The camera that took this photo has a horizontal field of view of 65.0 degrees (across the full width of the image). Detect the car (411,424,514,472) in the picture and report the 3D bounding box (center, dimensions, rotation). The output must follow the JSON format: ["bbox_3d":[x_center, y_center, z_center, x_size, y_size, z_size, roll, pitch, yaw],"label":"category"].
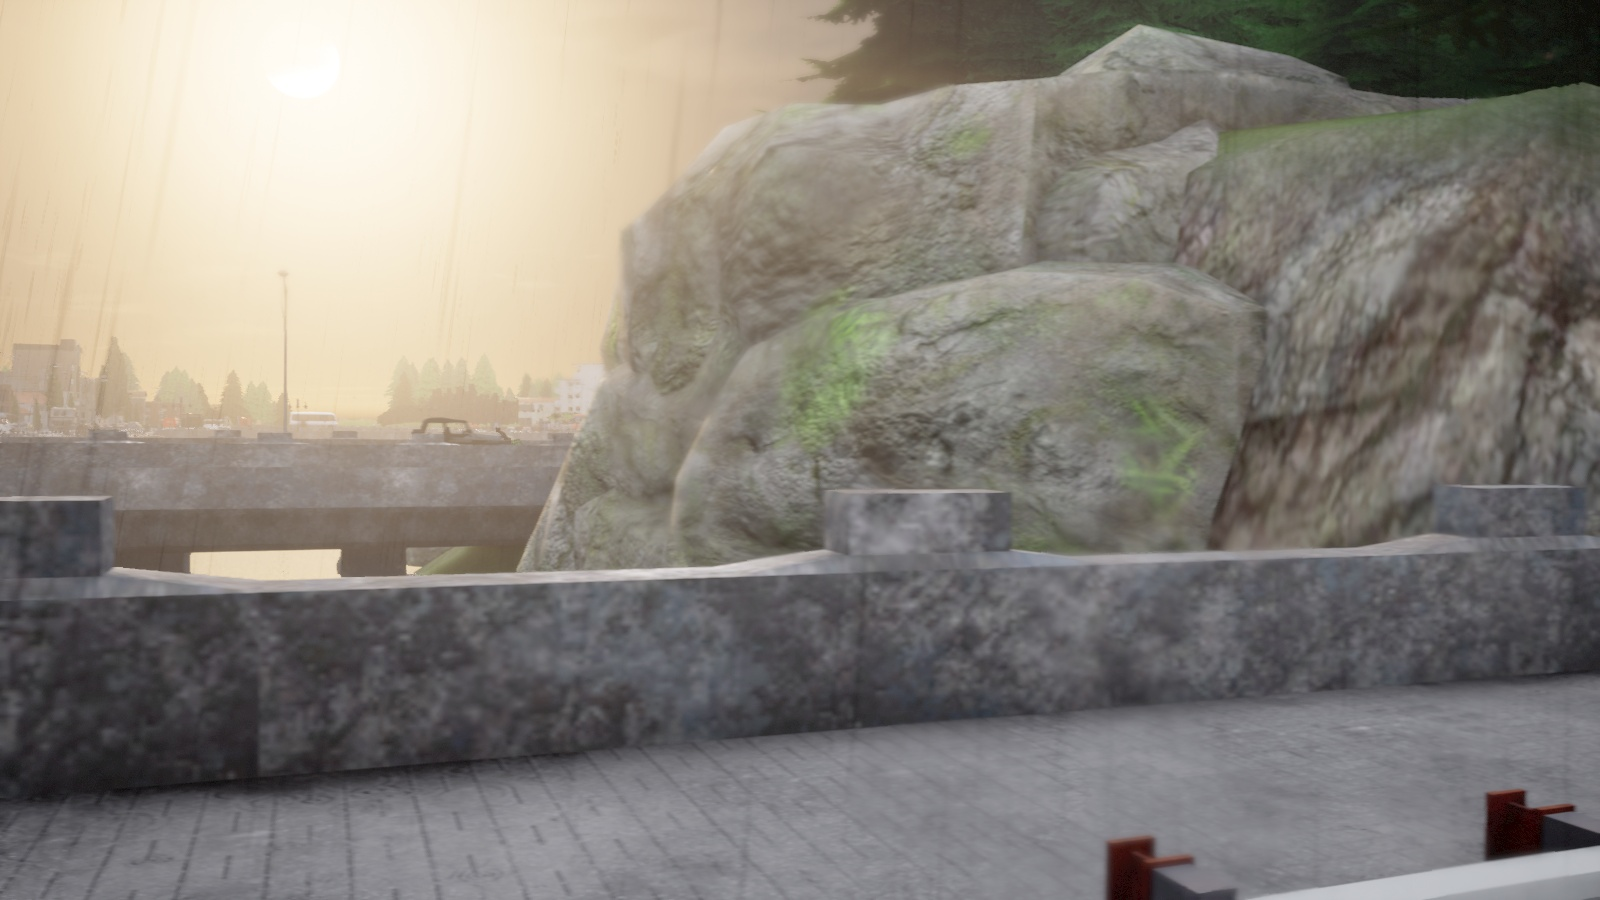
[{"bbox_3d":[-13.832,-0.094,51.463,3.866,1.878,1.905,-1,1,-21],"label":"car"}]
